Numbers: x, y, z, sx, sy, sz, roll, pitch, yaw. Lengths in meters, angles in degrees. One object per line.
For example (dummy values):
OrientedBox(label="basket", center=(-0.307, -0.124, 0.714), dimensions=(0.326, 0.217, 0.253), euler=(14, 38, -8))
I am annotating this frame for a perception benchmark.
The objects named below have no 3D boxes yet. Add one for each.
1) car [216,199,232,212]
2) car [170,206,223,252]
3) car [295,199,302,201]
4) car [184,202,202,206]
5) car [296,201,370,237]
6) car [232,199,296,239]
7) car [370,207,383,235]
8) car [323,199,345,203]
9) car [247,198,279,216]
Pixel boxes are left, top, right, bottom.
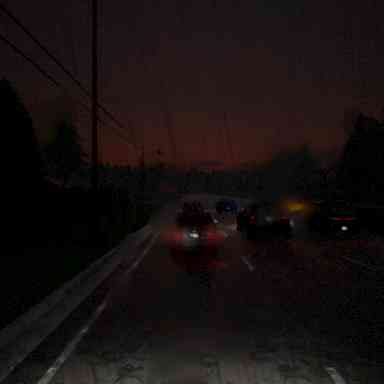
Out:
OrientedBox(label="car", center=(3.592, 1.442, 35.242), dimensions=(1.882, 1.535, 5.008), euler=(0, 0, 0))
OrientedBox(label="car", center=(0.092, 1.533, 13.755), dimensions=(2.033, 1.411, 5.357), euler=(0, 0, 0))
OrientedBox(label="car", center=(10.592, 1.442, 35.243), dimensions=(1.882, 1.535, 5.008), euler=(0, 0, 0))
OrientedBox(label="car", center=(0.091, 1.568, 32.101), dimensions=(1.895, 1.301, 4.718), euler=(0, 0, 0))
OrientedBox(label="car", center=(7.093, 1.474, 17.899), dimensions=(2.128, 1.511, 4.902), euler=(0, 0, 0))
OrientedBox(label="car", center=(3.592, 1.334, 17.470), dimensions=(2.097, 1.767, 4.553), euler=(0, 0, 0))
OrientedBox(label="car", center=(10.593, 1.545, 18.751), dimensions=(1.994, 1.385, 4.181), euler=(0, 0, 0))
OrientedBox(label="car", center=(14.091, 1.458, 33.677), dimensions=(2.128, 1.511, 4.902), euler=(0, 0, 0))
OrientedBox(label="car", center=(7.091, 1.457, 33.684), dimensions=(2.128, 1.511, 4.902), euler=(0, 0, 0))
